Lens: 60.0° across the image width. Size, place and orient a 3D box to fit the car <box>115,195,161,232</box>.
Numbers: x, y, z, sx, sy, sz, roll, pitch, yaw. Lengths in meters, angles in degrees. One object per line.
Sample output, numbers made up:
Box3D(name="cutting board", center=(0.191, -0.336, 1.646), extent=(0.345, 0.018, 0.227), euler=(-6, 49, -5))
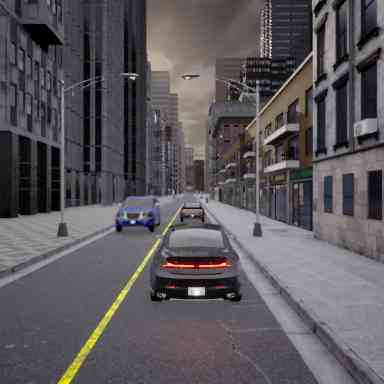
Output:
Box3D(name="car", center=(-3.140, 1.233, 20.371), extent=(2.150, 2.045, 5.566), euler=(0, 0, 0))

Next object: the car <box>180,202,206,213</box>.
Box3D(name="car", center=(0.046, 1.509, 26.311), extent=(2.128, 1.511, 4.902), euler=(0, 0, 0))

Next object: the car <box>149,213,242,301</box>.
Box3D(name="car", center=(0.085, 1.507, 8.292), extent=(1.837, 1.490, 4.892), euler=(0, 0, 0))
